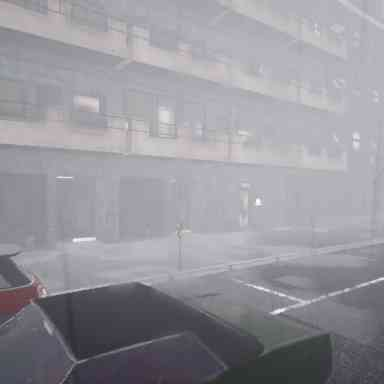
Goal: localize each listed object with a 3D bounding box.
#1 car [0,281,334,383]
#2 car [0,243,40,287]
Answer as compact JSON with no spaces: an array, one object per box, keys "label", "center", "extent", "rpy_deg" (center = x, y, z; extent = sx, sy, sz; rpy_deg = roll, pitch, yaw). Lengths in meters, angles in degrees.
[{"label":"car","center":[-1.003,1.601,2.662],"extent":[4.718,1.301,1.895],"rpy_deg":[0,0,-35]},{"label":"car","center":[-3.850,1.440,3.805],"extent":[4.097,1.590,1.967],"rpy_deg":[0,0,-35]}]
